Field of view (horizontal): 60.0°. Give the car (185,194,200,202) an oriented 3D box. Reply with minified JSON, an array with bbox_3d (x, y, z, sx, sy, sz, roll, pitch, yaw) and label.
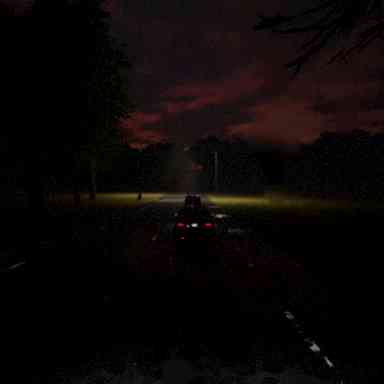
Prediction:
[{"bbox_3d":[0.110,0.981,43.048,2.128,1.511,4.902,0,1,0],"label":"car"}]

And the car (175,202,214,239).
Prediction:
[{"bbox_3d":[0.105,1.439,16.662,2.033,1.411,5.357,0,1,0],"label":"car"}]
